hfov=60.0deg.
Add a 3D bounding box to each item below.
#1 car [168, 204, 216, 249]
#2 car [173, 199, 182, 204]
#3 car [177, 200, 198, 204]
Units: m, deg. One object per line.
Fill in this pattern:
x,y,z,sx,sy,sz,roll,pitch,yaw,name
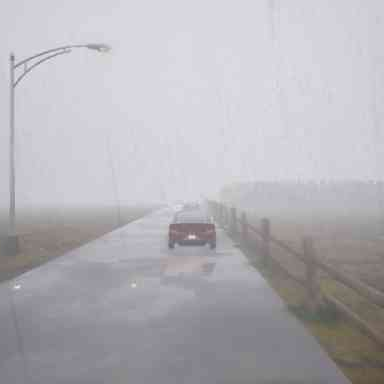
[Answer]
0.000,1.500,14.652,1.882,1.535,5.008,0,0,0,car
-2.750,2.038,68.658,1.994,1.385,4.181,0,-1,0,car
0.000,1.649,29.653,1.994,1.385,4.181,0,0,0,car
